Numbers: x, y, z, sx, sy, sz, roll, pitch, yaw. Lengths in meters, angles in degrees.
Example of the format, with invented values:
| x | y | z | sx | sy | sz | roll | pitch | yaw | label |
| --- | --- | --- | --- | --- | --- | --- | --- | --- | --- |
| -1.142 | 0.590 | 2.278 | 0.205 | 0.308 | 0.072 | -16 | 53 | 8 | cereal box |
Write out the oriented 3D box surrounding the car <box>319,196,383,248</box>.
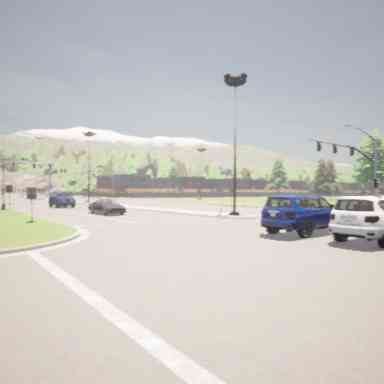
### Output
| x | y | z | sx | sy | sz | roll | pitch | yaw | label |
| --- | --- | --- | --- | --- | --- | --- | --- | --- | --- |
| 8.312 | 1.211 | 14.807 | 5.566 | 2.045 | 2.150 | 0 | 0 | -38 | car |

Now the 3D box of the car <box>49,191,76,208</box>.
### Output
| x | y | z | sx | sy | sz | roll | pitch | yaw | label |
| --- | --- | --- | --- | --- | --- | --- | --- | --- | --- |
| -16.492 | 0.948 | 42.173 | 2.150 | 2.045 | 5.566 | 0 | 1 | -36 | car |

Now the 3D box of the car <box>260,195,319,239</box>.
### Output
| x | y | z | sx | sy | sz | roll | pitch | yaw | label |
| --- | --- | --- | --- | --- | --- | --- | --- | --- | --- |
| 5.960 | 1.187 | 17.413 | 5.566 | 2.045 | 2.150 | 0 | 0 | -38 | car |

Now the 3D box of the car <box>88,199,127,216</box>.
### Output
| x | y | z | sx | sy | sz | roll | pitch | yaw | label |
| --- | --- | --- | --- | --- | --- | --- | --- | --- | --- |
| -7.975 | 1.374 | 30.935 | 2.033 | 1.411 | 5.357 | 0 | 0 | -37 | car |
